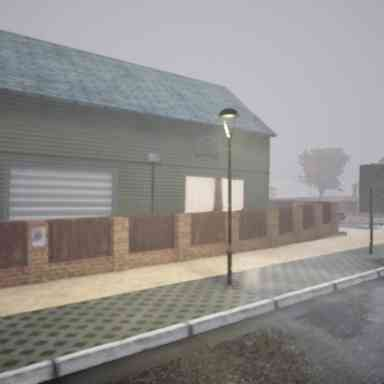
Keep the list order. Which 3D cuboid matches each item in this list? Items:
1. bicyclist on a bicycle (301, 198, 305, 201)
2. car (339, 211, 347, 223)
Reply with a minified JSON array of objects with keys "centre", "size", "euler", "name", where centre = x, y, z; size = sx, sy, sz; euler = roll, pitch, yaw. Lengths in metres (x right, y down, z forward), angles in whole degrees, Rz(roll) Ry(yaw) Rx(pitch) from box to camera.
[{"centre":[10.725,1.394,32.057],"size":[1.656,1.620,0.582],"euler":[1,-1,-34],"name":"bicyclist on a bicycle"},{"centre":[8.774,1.548,24.409],"size":[1.895,1.301,4.718],"euler":[2,-1,-34],"name":"car"}]
